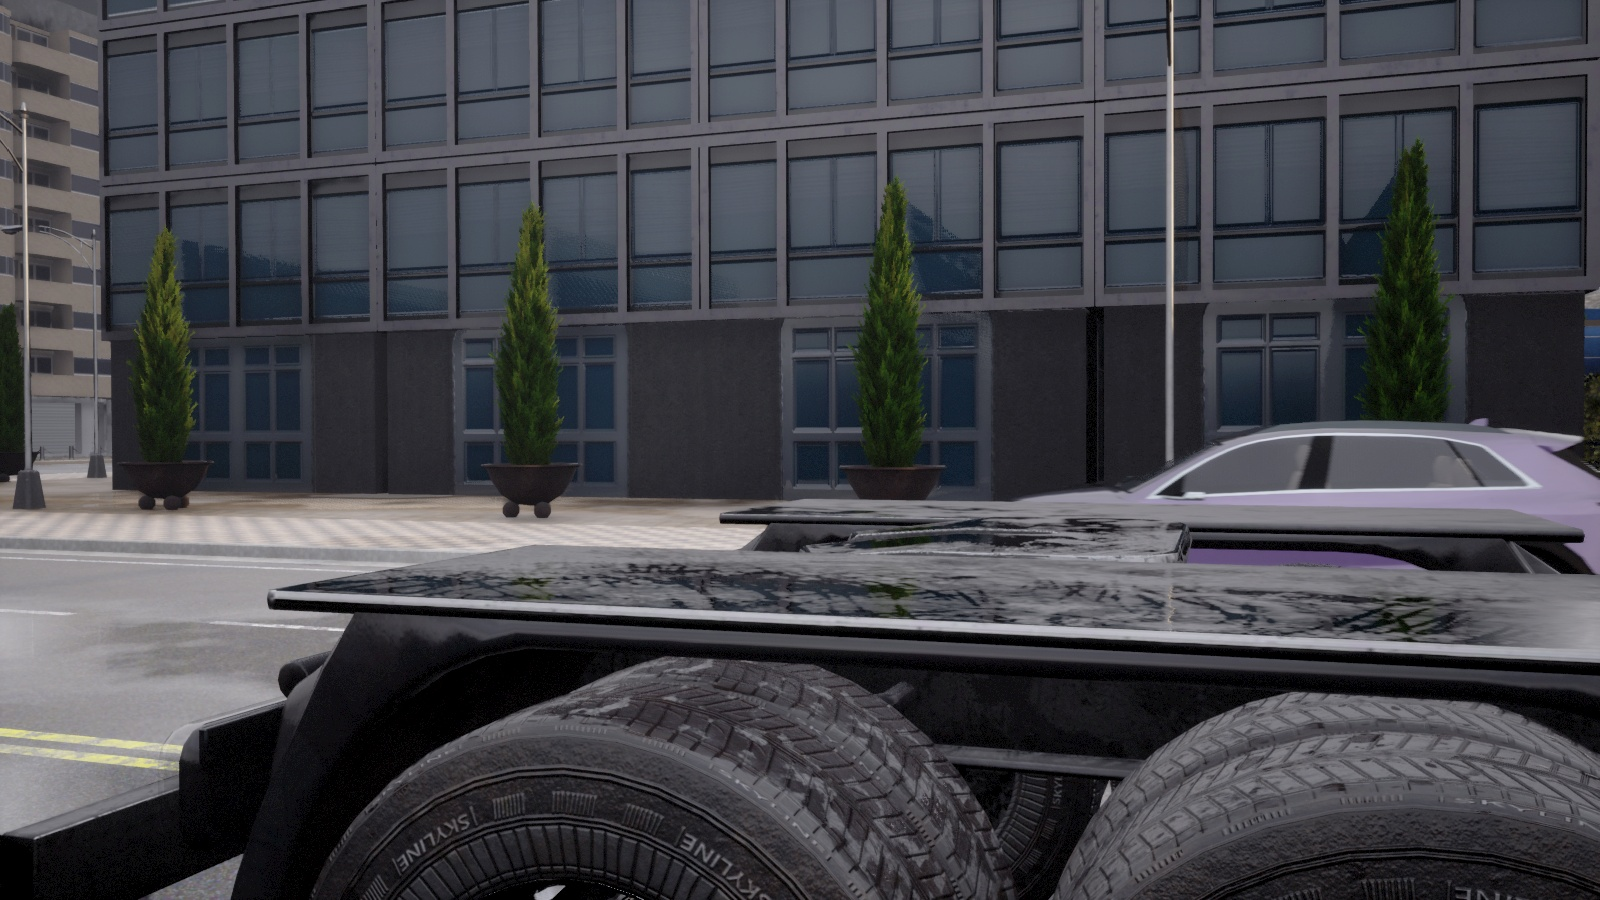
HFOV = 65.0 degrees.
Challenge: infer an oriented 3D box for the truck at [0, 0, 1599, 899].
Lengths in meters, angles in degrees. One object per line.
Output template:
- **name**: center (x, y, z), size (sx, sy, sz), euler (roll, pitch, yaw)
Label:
- **truck**: center (2.642, -0.182, 2.289), size (7.936, 3.462, 2.891), euler (1, 1, 19)

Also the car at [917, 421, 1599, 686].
- **car**: center (3.489, 0.619, 9.403), size (4.856, 1.649, 2.033), euler (1, 1, 19)
